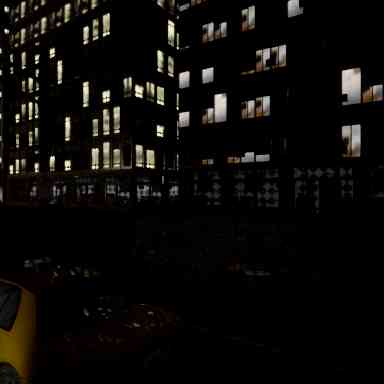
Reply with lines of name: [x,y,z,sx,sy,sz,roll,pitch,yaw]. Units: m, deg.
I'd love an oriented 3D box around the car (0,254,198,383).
car: [-2.217,1.525,4.451,4.829,1.417,1.752,0,0,35]
